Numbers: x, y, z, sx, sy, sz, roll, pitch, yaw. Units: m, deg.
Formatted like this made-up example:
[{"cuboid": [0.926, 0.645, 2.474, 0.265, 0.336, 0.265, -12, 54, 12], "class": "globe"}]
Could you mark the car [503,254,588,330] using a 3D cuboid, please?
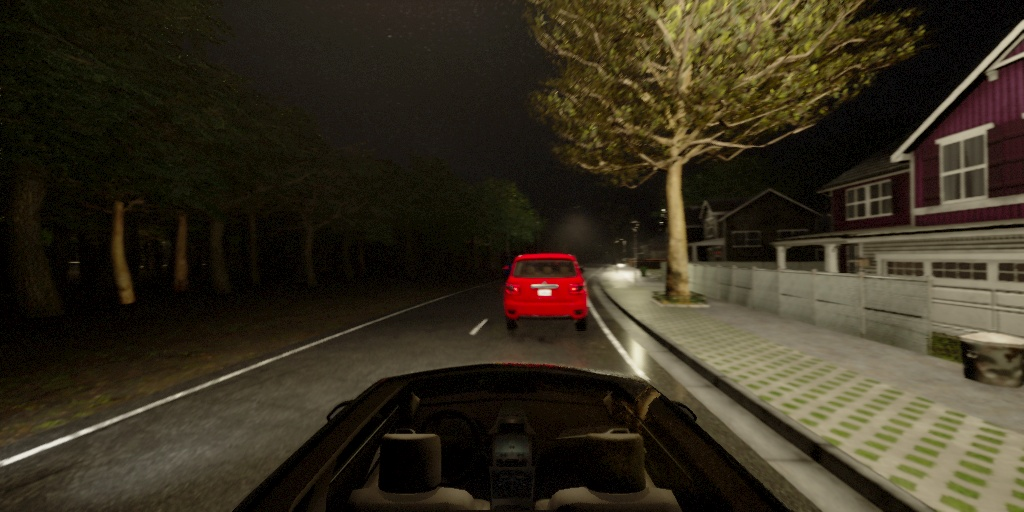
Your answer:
[{"cuboid": [1.105, 0.969, 11.261, 2.150, 2.045, 5.566, -1, 0, 7], "class": "car"}]

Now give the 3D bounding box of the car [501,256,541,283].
[{"cuboid": [0.891, 1.020, 29.523, 2.150, 2.045, 5.566, -1, 0, 14], "class": "car"}]
